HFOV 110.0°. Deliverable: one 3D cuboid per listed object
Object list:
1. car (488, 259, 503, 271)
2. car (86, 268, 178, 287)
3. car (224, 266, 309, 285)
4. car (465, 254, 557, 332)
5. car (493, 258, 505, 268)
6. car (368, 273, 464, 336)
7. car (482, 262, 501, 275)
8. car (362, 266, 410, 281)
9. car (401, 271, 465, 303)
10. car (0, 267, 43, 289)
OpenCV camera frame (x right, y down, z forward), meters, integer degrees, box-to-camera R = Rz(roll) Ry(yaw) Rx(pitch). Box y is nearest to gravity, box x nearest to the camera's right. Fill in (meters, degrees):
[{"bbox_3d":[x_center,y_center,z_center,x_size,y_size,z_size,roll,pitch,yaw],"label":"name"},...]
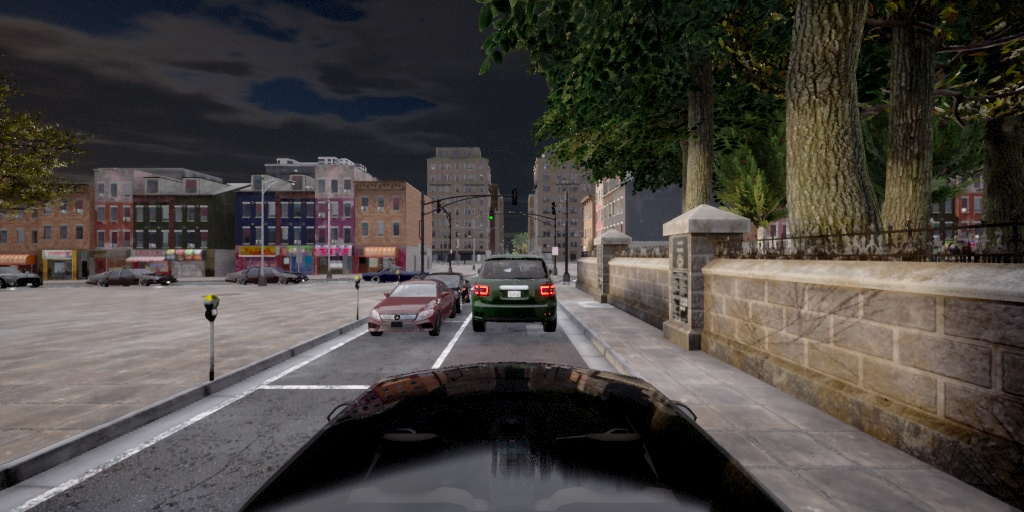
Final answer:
[{"bbox_3d":[-2.258,1.216,51.157,1.882,1.535,5.008,0,0,0],"label":"car"},{"bbox_3d":[-28.374,1.623,26.828,5.357,1.411,2.033,-1,0,0],"label":"car"},{"bbox_3d":[-18.300,1.482,26.855,5.357,1.411,2.033,-1,0,0],"label":"car"},{"bbox_3d":[0.082,0.971,10.973,2.150,2.045,5.566,0,0,1],"label":"car"},{"bbox_3d":[-2.240,1.213,61.599,1.882,1.535,5.008,0,0,0],"label":"car"},{"bbox_3d":[-2.632,1.331,10.295,1.802,1.307,4.207,0,0,0],"label":"car"},{"bbox_3d":[-2.252,1.342,40.744,1.895,1.301,4.718,0,0,0],"label":"car"},{"bbox_3d":[-8.539,1.425,26.881,4.718,1.301,1.895,-1,0,0],"label":"car"},{"bbox_3d":[-2.629,1.315,13.958,1.948,1.339,4.313,0,0,0],"label":"car"},{"bbox_3d":[-38.333,1.597,26.821,4.553,1.767,2.097,-1,0,0],"label":"car"}]
